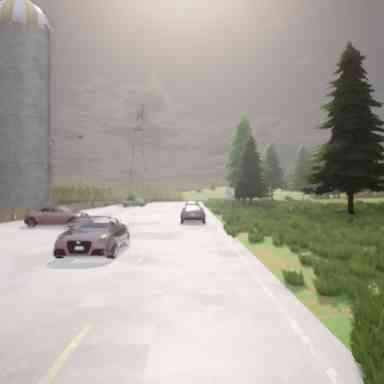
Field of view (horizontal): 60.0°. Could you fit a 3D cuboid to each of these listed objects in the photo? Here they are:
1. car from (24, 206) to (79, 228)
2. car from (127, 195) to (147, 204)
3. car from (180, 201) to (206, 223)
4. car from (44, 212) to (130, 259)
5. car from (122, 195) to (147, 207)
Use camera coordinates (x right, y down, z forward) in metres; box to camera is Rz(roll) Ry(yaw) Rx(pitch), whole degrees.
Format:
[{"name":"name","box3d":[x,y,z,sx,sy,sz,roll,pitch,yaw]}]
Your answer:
[{"name":"car","box3d":[-9.079,1.642,22.645,4.181,1.381,1.994,0,0,-1]},{"name":"car","box3d":[-11.966,1.653,72.498,3.866,1.878,1.905,0,0,-31]},{"name":"car","box3d":[0.073,1.674,26.823,1.994,1.385,4.181,0,0,0]},{"name":"car","box3d":[-3.609,1.616,12.611,1.994,1.385,4.181,0,0,0]},{"name":"car","box3d":[-9.595,1.710,55.653,3.988,1.617,1.851,0,0,-1]}]
